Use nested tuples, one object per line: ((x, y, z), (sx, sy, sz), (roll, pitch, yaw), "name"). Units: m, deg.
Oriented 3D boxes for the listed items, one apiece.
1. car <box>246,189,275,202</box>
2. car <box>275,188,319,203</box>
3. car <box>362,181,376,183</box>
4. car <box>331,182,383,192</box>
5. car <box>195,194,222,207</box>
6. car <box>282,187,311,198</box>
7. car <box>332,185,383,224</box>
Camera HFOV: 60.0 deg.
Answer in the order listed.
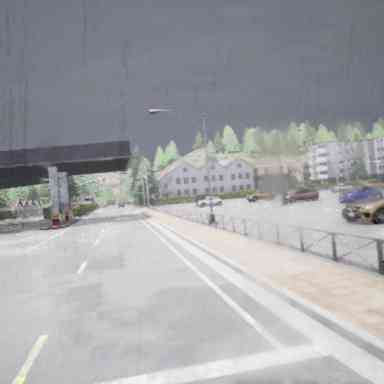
((10.757, 0.520, 51.756), (4.605, 1.855, 1.932), (-5, 0, -13), "car")
((12.784, 0.459, 39.444), (4.514, 1.523, 2.007), (-5, 0, -13), "car")
((28.346, -0.948, 52.486), (5.027, 1.636, 2.152), (-5, 0, -13), "car")
((14.911, 0.228, 29.683), (3.633, 1.501, 1.845), (-5, 0, -13), "car")
((2.543, 1.485, 49.867), (3.806, 1.475, 1.970), (-5, 0, -13), "car")
((19.004, 0.067, 60.713), (4.514, 1.523, 2.007), (-5, 0, -13), "car")
((10.019, 0.572, 16.448), (5.027, 1.636, 2.152), (-5, 0, -13), "car")
